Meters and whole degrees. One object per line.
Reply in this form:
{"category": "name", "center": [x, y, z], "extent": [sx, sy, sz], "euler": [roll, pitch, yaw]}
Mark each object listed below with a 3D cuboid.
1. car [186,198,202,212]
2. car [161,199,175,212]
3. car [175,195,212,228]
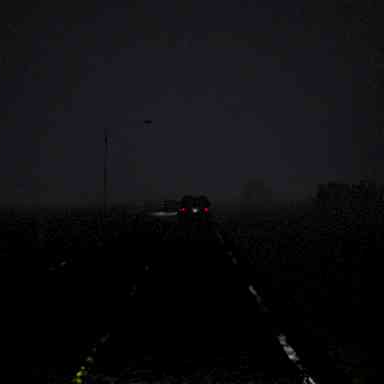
{"category": "car", "center": [0.200, 1.592, 41.309], "extent": [1.882, 1.535, 5.008], "euler": [0, 0, 0]}
{"category": "car", "center": [-2.650, 1.592, 40.933], "extent": [1.882, 1.535, 5.008], "euler": [0, 0, 0]}
{"category": "car", "center": [0.162, 1.270, 22.817], "extent": [2.150, 2.045, 5.566], "euler": [0, -1, -1]}
